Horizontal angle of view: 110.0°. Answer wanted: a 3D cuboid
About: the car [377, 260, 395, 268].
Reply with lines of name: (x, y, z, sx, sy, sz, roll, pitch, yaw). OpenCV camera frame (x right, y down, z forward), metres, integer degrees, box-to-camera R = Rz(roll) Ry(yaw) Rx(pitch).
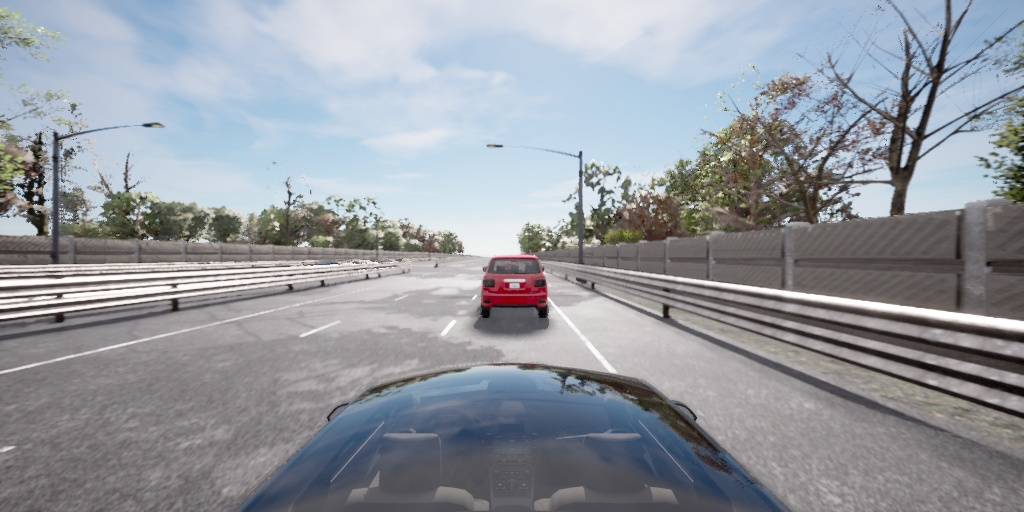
car: (-18.079, 1.282, 50.876, 1.837, 1.490, 4.892, 0, 0, -1)

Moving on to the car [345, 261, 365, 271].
car: (-21.556, 1.376, 49.751, 1.895, 1.301, 4.718, 0, 0, -1)

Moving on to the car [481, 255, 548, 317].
car: (0.064, 0.977, 13.333, 2.150, 2.045, 5.566, 0, 0, 0)

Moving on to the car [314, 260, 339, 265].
car: (-25.034, 1.279, 48.380, 1.837, 1.490, 4.892, 0, 0, -1)
